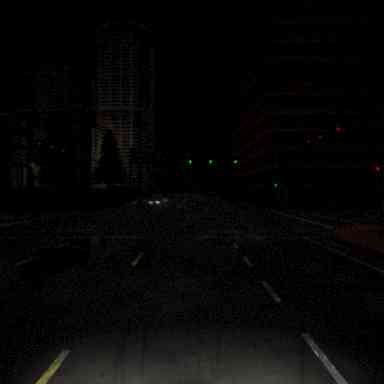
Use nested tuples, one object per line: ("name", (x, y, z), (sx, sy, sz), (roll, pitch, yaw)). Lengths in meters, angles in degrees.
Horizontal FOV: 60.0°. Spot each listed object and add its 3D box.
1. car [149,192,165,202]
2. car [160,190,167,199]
("car", (-7.017, 1.127, 63.858), (2.033, 1.411, 5.357), (0, 0, 0))
("car", (-7.005, 0.953, 79.549), (1.882, 1.535, 5.008), (0, 0, 0))
